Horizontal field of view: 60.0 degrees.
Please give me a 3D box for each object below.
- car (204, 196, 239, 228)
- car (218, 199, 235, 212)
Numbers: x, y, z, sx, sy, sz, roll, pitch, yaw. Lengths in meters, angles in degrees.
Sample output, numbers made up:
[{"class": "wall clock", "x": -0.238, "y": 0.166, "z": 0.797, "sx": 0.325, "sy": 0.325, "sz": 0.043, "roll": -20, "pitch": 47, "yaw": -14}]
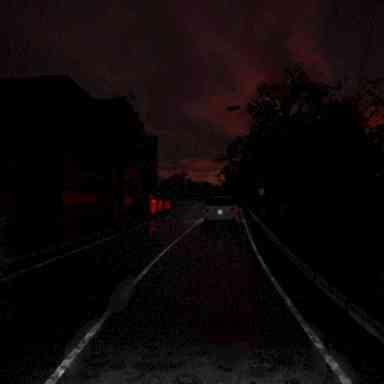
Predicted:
[{"class": "car", "x": 2.023, "y": 1.269, "z": 22.901, "sx": 2.150, "sy": 2.045, "sz": 5.566, "roll": -1, "pitch": 0, "yaw": 7}, {"class": "car", "x": 4.463, "y": 1.645, "z": 42.448, "sx": 2.033, "sy": 1.411, "sz": 5.357, "roll": -1, "pitch": 0, "yaw": 7}]
